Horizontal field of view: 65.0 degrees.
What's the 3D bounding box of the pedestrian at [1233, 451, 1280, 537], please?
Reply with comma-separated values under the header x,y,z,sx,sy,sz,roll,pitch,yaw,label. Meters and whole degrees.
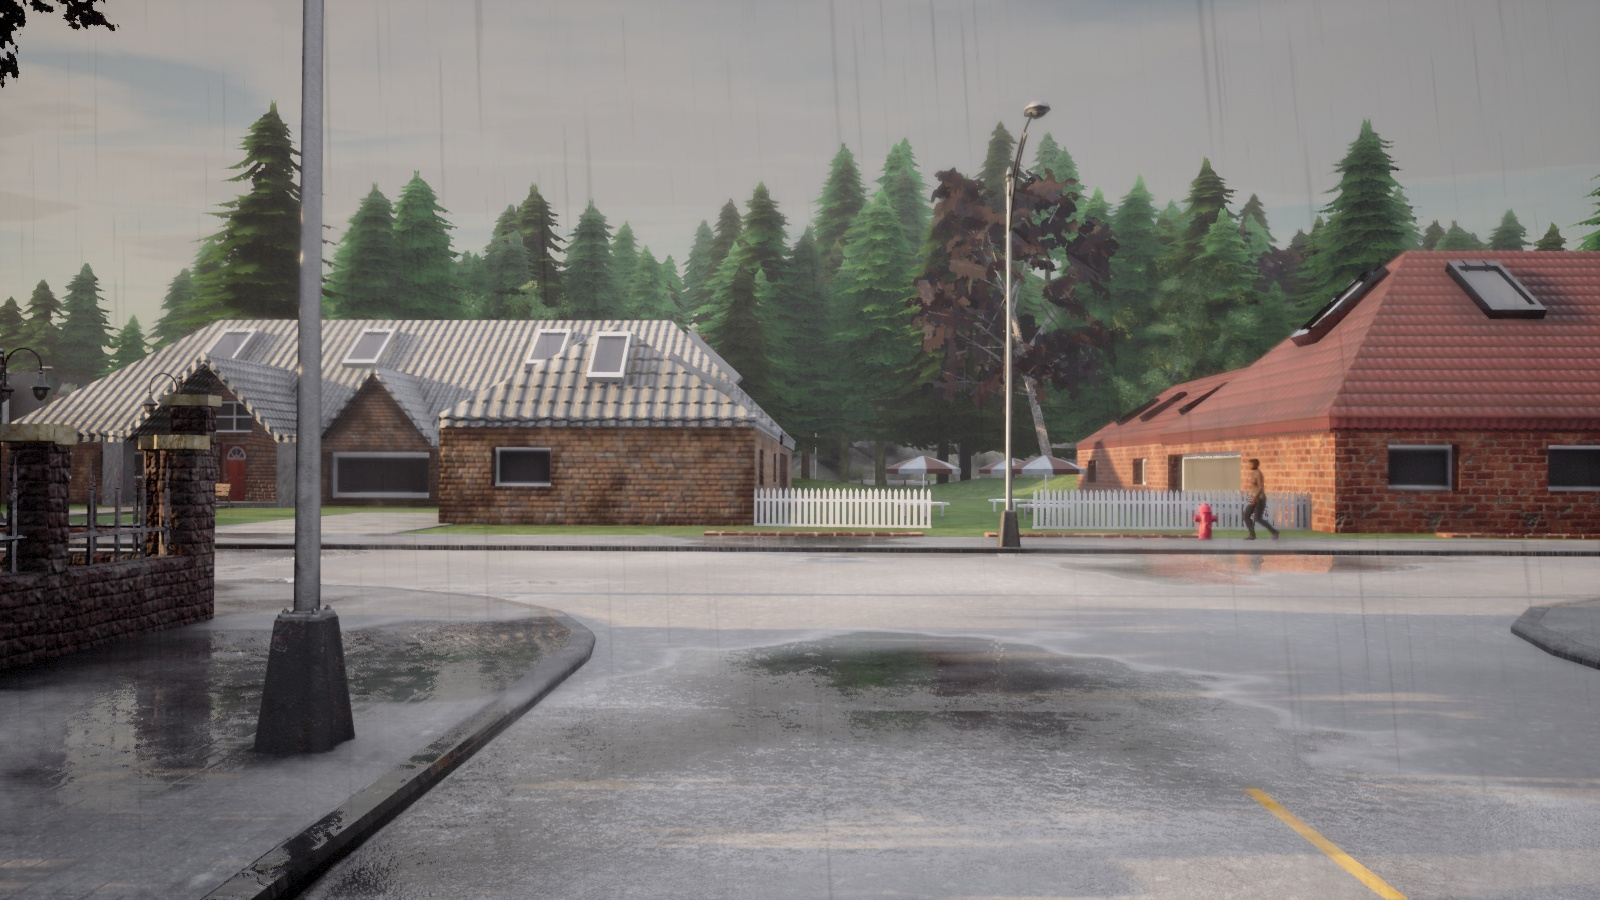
x,y,z,sx,sy,sz,roll,pitch,yaw,label
9.738,0.934,26.794,0.869,1.805,0.328,0,-1,-1,pedestrian
